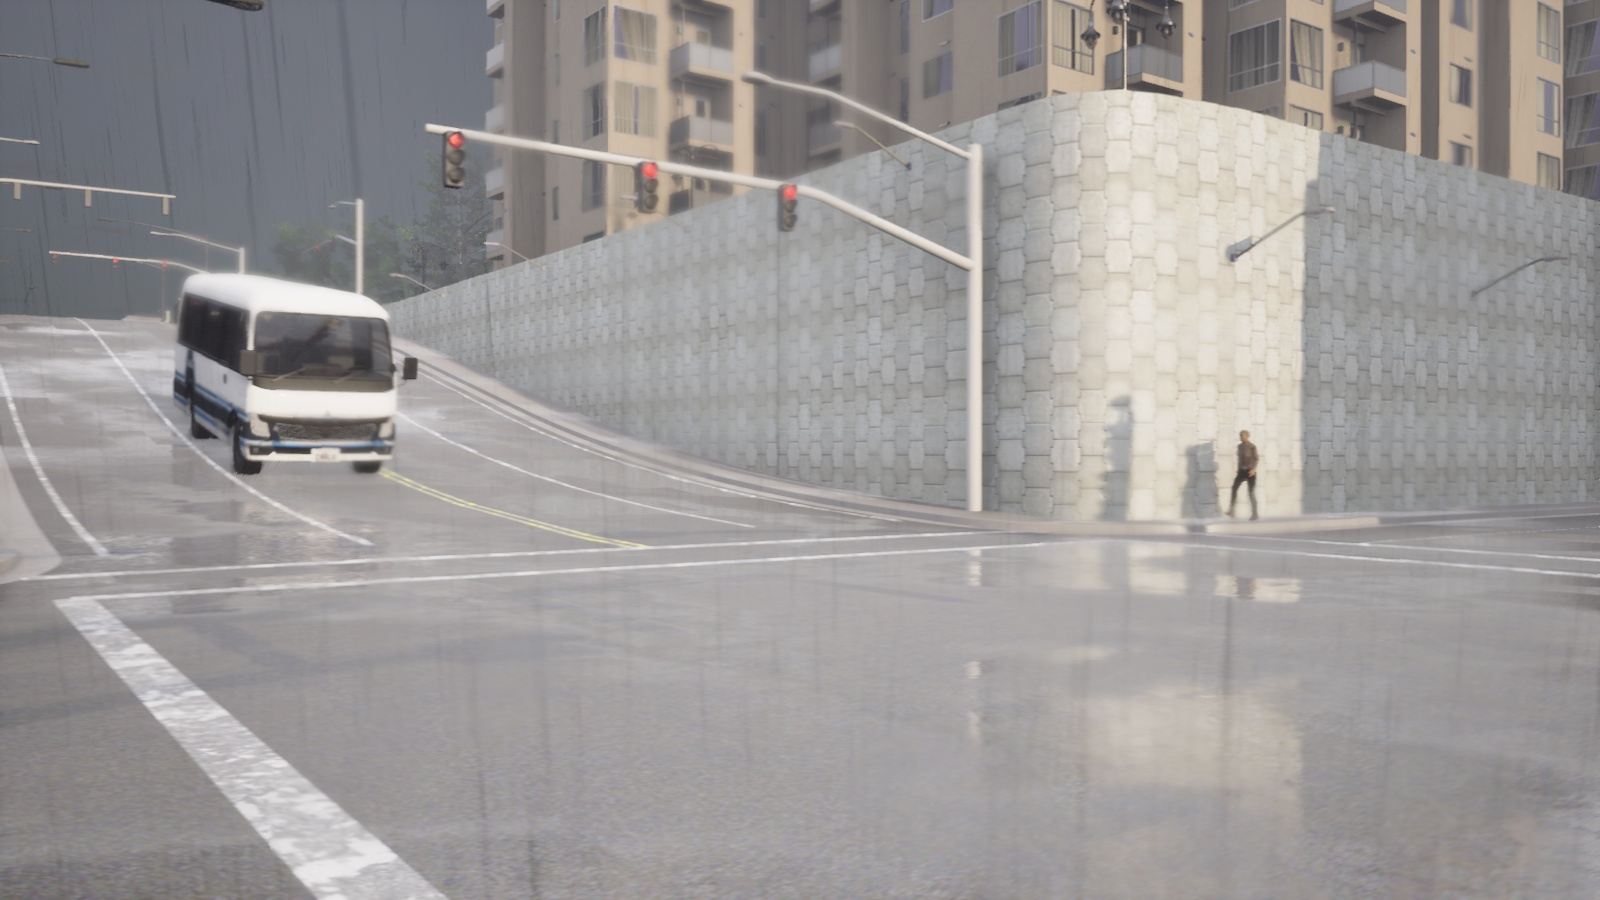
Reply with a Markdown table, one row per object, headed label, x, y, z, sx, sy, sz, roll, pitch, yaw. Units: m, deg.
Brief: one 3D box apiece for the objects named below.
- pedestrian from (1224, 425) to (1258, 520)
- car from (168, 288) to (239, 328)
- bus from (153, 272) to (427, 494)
| label | x | y | z | sx | sy | sz | roll | pitch | yaw |
| --- | --- | --- | --- | --- | --- | --- | --- | --- | --- |
| pedestrian | 8.687 | 0.438 | 24.729 | 0.634 | 1.846 | 0.331 | 0 | 0 | -34 |
| car | -27.583 | -6.574 | 57.993 | 2.152 | 1.651 | 5.027 | 0 | 6 | -35 |
| bus | -12.962 | -1.946 | 31.037 | 3.944 | 4.253 | 10.273 | 0 | 8 | -35 |
